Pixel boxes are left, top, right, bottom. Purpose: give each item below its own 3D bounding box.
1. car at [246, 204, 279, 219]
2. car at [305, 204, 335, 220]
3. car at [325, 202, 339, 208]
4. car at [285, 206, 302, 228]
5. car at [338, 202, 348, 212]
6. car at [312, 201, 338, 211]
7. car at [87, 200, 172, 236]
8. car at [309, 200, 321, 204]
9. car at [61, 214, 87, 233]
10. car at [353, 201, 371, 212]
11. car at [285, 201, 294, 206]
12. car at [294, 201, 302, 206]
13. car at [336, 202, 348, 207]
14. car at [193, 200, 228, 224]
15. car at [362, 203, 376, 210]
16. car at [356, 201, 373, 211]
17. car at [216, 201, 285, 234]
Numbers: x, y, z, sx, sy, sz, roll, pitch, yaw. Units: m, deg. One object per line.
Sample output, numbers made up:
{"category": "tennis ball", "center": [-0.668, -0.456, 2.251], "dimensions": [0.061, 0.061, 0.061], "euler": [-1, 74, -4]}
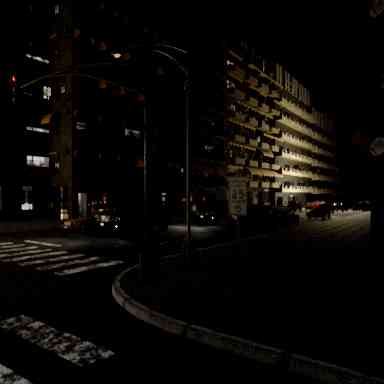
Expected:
{"category": "car", "center": [8.094, 2.191, 37.874], "dimensions": [1.837, 1.490, 4.892], "euler": [0, -1, 35]}
{"category": "car", "center": [13.735, 2.284, 35.941], "dimensions": [1.802, 1.307, 4.206], "euler": [-1, -2, 35]}
{"category": "car", "center": [32.786, 3.067, 77.824], "dimensions": [1.887, 1.381, 4.507], "euler": [-1, -2, 35]}
{"category": "car", "center": [7.253, 2.043, 26.654], "dimensions": [1.887, 1.381, 4.507], "euler": [-1, -2, 35]}
{"category": "car", "center": [25.302, 2.626, 56.973], "dimensions": [2.128, 1.511, 4.902], "euler": [0, -1, 35]}
{"category": "car", "center": [19.421, 2.456, 48.536], "dimensions": [1.837, 1.490, 4.892], "euler": [0, -1, 35]}
{"category": "car", "center": [-3.543, 1.541, 21.224], "dimensions": [2.150, 2.045, 5.566], "euler": [0, -1, 35]}
{"category": "car", "center": [23.062, 2.771, 63.892], "dimensions": [1.887, 1.381, 4.507], "euler": [-1, -2, 35]}
{"category": "car", "center": [-6.208, 1.834, 21.952], "dimensions": [1.752, 1.417, 4.829], "euler": [-1, -2, 35]}
{"category": "car", "center": [29.939, 2.522, 59.169], "dimensions": [2.192, 1.841, 5.009], "euler": [-1, -2, 35]}
{"category": "car", "center": [13.240, 2.446, 49.819], "dimensions": [1.752, 1.417, 4.829], "euler": [-1, -2, 35]}
{"category": "car", "center": [16.578, 2.340, 54.608], "dimensions": [2.192, 1.841, 5.009], "euler": [-1, -2, 35]}
{"category": "car", "center": [39.270, 3.282, 87.114], "dimensions": [1.947, 1.339, 4.313], "euler": [-1, -2, 35]}
{"category": "car", "center": [2.367, 1.728, 29.693], "dimensions": [2.150, 2.045, 5.566], "euler": [0, -1, 34]}
{"category": "car", "center": [36.424, 2.971, 68.451], "dimensions": [1.947, 1.339, 4.313], "euler": [-1, -2, 35]}
{"category": "car", "center": [33.181, 2.622, 63.814], "dimensions": [2.192, 1.841, 5.009], "euler": [-1, -2, 35]}
{"category": "car", "center": [4.010, 1.711, 22.016], "dimensions": [2.192, 1.841, 5.009], "euler": [-1, -2, 35]}
